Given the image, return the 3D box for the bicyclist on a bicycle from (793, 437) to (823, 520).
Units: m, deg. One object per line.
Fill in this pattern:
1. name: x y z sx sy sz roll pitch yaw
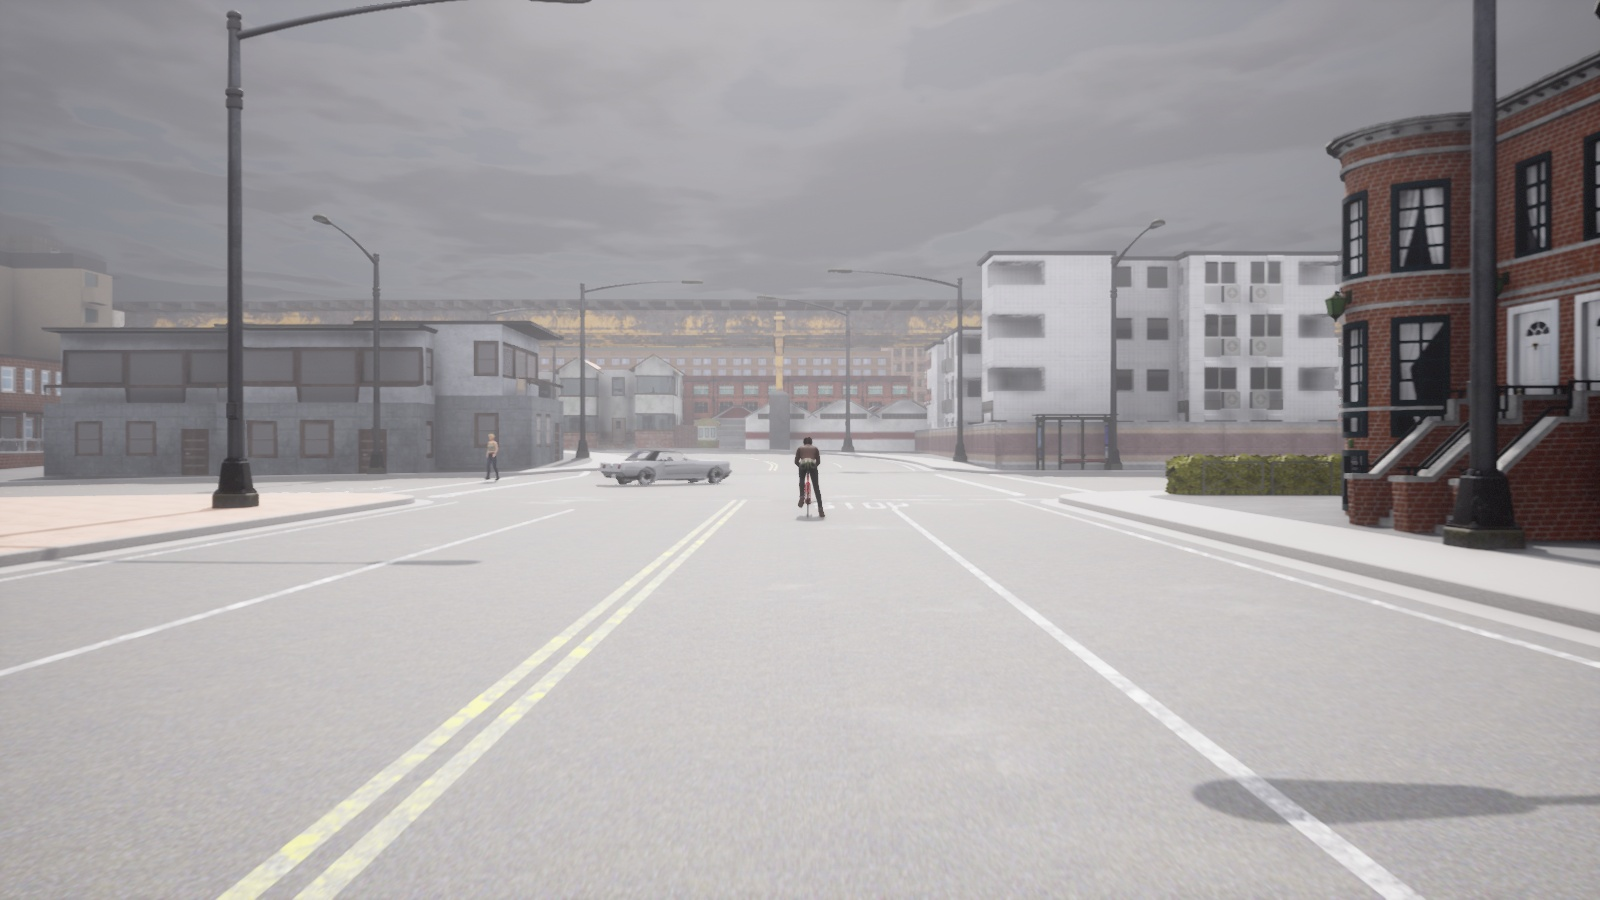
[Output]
1. bicyclist on a bicycle: 0.159 0.557 25.292 0.582 1.620 1.656 0 0 0

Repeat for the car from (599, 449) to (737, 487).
1. car: -4.824 0.620 46.098 4.718 1.301 1.895 0 0 -36

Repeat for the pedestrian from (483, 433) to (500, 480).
1. pedestrian: -12.063 0.245 49.082 0.345 1.836 0.594 0 0 29
